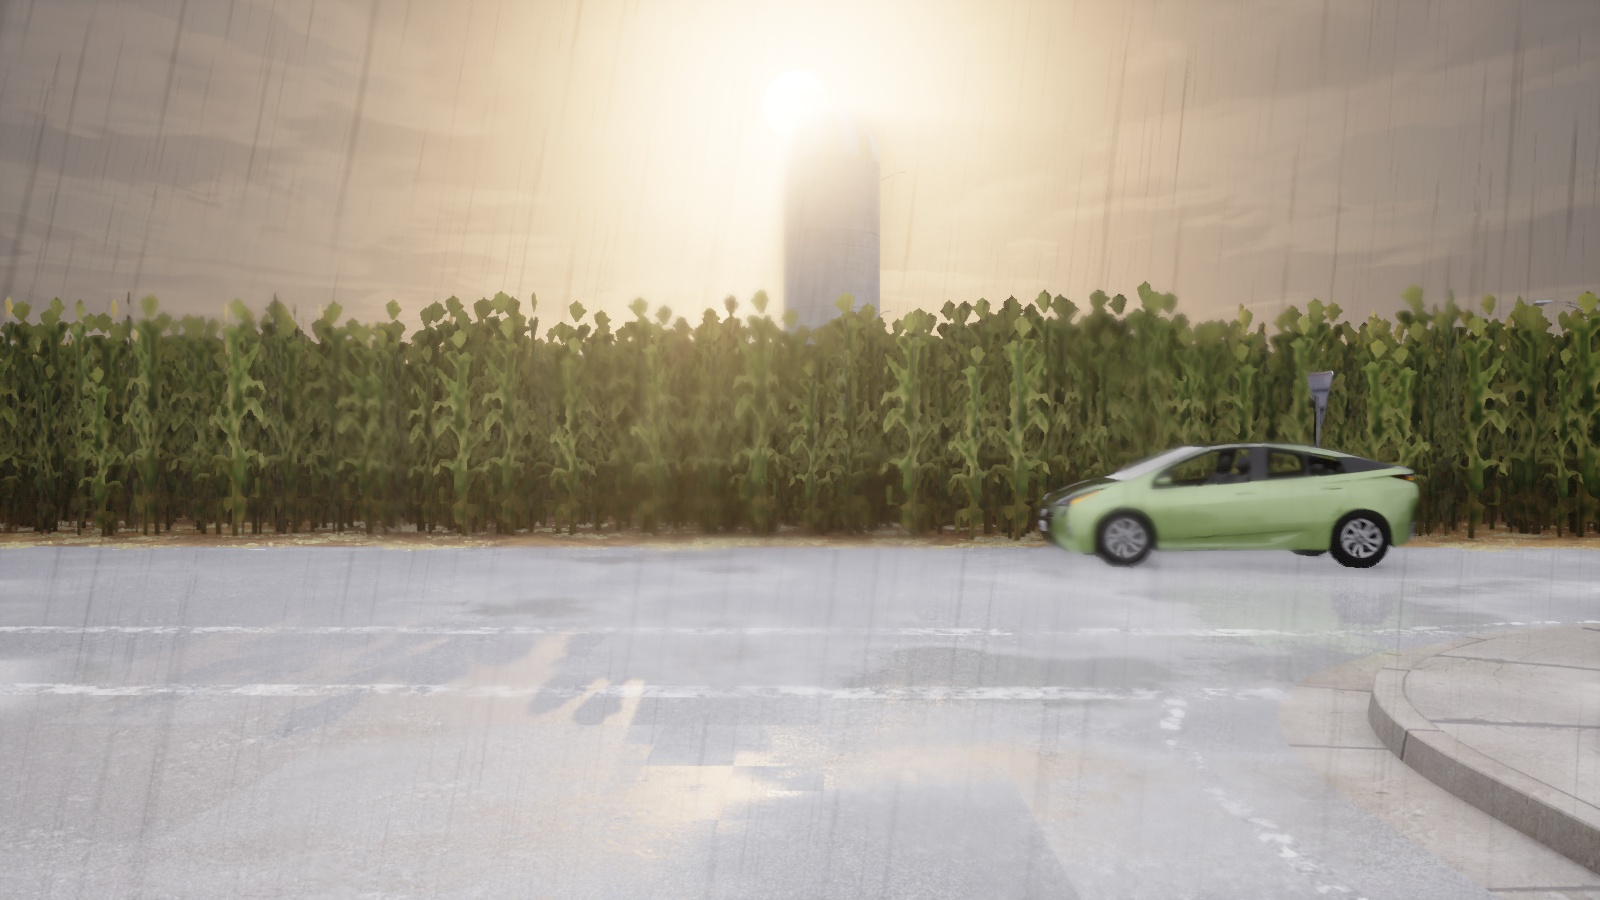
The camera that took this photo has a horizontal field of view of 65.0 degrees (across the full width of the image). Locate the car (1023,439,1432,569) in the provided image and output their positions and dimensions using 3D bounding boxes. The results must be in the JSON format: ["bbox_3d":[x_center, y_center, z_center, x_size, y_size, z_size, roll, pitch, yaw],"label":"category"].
[{"bbox_3d":[5.256,0.632,15.940,4.514,1.525,2.007,0,0,1],"label":"car"}]
